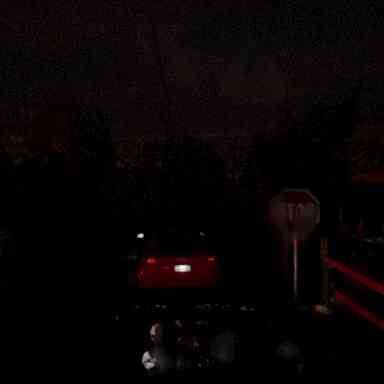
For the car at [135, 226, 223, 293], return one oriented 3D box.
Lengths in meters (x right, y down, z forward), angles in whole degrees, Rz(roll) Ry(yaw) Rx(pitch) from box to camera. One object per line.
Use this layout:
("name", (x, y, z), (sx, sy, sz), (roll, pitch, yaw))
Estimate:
("car", (-0.536, 1.624, 9.143), (1.994, 1.385, 4.181), (0, 0, -9))
